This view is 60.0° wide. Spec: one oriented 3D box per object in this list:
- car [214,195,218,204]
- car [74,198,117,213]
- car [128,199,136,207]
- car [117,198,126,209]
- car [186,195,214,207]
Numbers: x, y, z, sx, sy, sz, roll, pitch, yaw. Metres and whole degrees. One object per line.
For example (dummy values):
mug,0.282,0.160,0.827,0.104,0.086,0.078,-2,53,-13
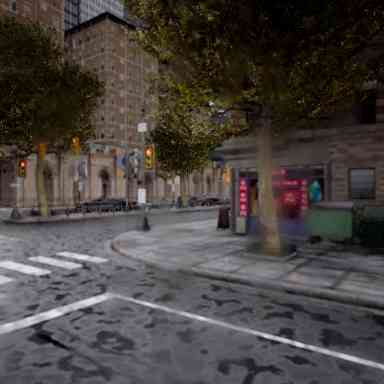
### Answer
car,2.952,1.344,61.004,2.097,1.767,4.553,0,0,36
car,-10.699,1.556,36.212,1.994,1.385,4.181,0,0,36
car,-10.359,1.586,48.041,1.895,1.301,4.718,0,0,36
car,-11.048,1.496,41.705,1.837,1.490,4.892,0,0,36
car,0.907,1.497,52.262,1.837,1.490,4.892,0,0,36
